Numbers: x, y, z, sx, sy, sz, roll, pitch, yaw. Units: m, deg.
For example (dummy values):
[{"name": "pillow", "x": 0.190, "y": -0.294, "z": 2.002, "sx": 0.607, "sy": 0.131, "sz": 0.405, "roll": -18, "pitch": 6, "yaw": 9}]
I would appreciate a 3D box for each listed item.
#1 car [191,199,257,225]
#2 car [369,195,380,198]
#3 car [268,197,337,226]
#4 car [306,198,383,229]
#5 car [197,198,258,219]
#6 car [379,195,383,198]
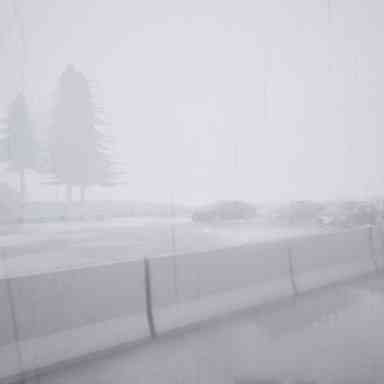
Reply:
[{"name": "car", "x": 2.266, "y": 1.322, "z": 22.802, "sx": 5.008, "sy": 1.535, "sz": 1.882, "roll": 0, "pitch": 0, "yaw": -35}, {"name": "car", "x": 19.749, "y": 1.132, "z": 35.240, "sx": 4.892, "sy": 1.490, "sz": 1.837, "roll": 0, "pitch": 0, "yaw": -35}, {"name": "car", "x": 7.100, "y": 1.302, "z": 21.946, "sx": 4.902, "sy": 1.511, "sz": 2.128, "roll": -1, "pitch": 0, "yaw": -35}, {"name": "car", "x": 9.131, "y": 1.302, "z": 19.096, "sx": 4.902, "sy": 1.511, "sz": 2.128, "roll": -1, "pitch": 0, "yaw": -35}, {"name": "car", "x": 3.007, "y": 1.302, "z": 27.625, "sx": 4.902, "sy": 1.511, "sz": 2.128, "roll": -1, "pitch": 0, "yaw": -35}, {"name": "car", "x": 20.091, "y": 1.138, "z": 31.201, "sx": 4.902, "sy": 1.511, "sz": 2.128, "roll": -1, "pitch": 0, "yaw": -35}]
